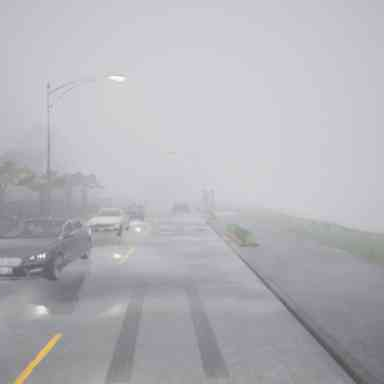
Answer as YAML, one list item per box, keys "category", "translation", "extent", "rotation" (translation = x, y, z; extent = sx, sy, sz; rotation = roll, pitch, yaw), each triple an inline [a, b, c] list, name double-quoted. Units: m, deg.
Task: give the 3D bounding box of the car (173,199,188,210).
- category: "car"
  translation: [-1.676, 1.823, 49.235]
  extent: [2.033, 1.411, 5.357]
  rotation: [0, 0, -2]

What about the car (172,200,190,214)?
- category: "car"
  translation: [-1.289, 1.695, 38.776]
  extent: [1.882, 1.535, 5.008]
  rotation: [0, 0, -2]

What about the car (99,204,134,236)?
- category: "car"
  translation: [-4.771, 1.661, 19.429]
  extent: [1.812, 1.442, 4.674]
  rotation: [0, 0, -3]

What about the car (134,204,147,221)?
- category: "car"
  translation: [-5.122, 1.756, 29.446]
  extent: [1.994, 1.385, 4.181]
  rotation: [0, 0, -2]

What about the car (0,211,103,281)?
- category: "car"
  translation: [-4.441, 1.575, 10.164]
  extent: [2.128, 1.511, 4.902]
  rotation: [0, 0, -2]
